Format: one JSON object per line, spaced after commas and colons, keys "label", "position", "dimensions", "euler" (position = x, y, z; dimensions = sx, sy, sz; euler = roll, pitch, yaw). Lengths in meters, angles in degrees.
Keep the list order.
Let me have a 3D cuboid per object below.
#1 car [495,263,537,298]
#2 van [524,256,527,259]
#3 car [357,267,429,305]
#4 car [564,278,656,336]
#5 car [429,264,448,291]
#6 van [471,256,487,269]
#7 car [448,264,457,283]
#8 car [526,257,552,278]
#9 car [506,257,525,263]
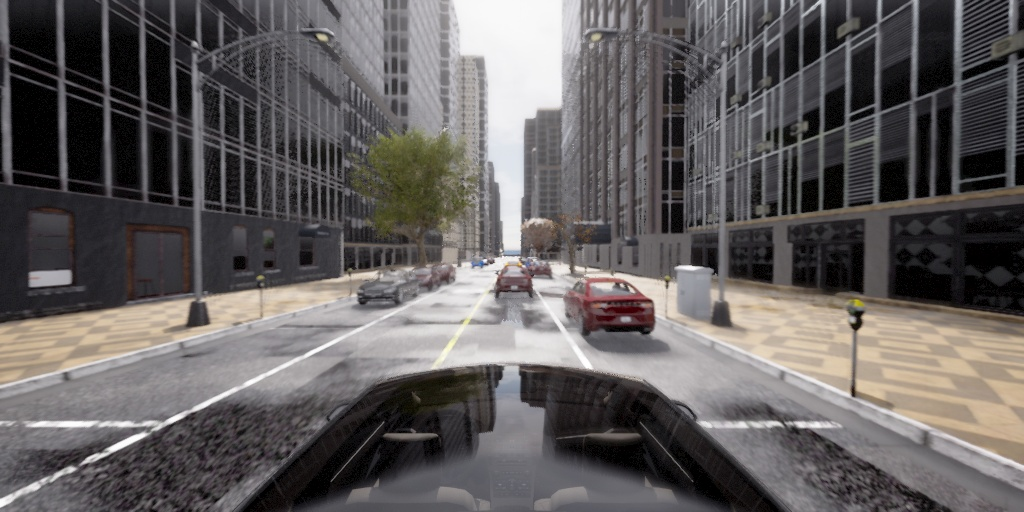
{"label": "car", "position": [0.110, 1.256, 18.416], "dimensions": [1.812, 1.442, 4.674], "euler": [0, 0, 0]}
{"label": "van", "position": [2.587, 1.043, 44.186], "dimensions": [1.690, 1.789, 3.998], "euler": [0, 0, 0]}
{"label": "car", "position": [-5.309, 1.284, 15.914], "dimensions": [2.007, 1.370, 4.403], "euler": [0, 0, 0]}
{"label": "car", "position": [2.569, 1.285, 10.293], "dimensions": [1.888, 1.381, 4.507], "euler": [0, 0, 0]}
{"label": "car", "position": [-5.306, 1.309, 21.563], "dimensions": [1.802, 1.307, 4.207], "euler": [0, 0, 0]}
{"label": "van", "position": [-5.288, 1.031, 55.455], "dimensions": [1.690, 1.789, 3.998], "euler": [0, 0, 0]}
{"label": "car", "position": [-5.303, 1.266, 27.211], "dimensions": [1.888, 1.381, 4.507], "euler": [0, 0, 0]}
{"label": "car", "position": [2.581, 1.154, 32.888], "dimensions": [1.967, 1.591, 4.097], "euler": [0, 0, 0]}
{"label": "car", "position": [0.119, 1.187, 37.100], "dimensions": [1.882, 1.535, 5.008], "euler": [0, 0, 0]}
